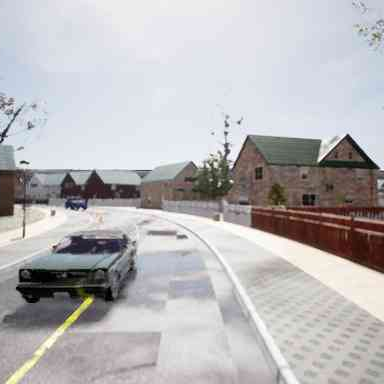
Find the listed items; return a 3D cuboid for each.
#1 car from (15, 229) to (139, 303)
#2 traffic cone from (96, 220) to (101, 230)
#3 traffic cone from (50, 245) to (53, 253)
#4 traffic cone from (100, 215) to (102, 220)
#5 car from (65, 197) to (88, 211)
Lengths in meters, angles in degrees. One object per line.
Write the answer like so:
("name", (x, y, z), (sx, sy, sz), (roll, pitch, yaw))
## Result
("car", (-2.594, 1.711, 8.635), (1.895, 1.301, 4.718), (0, -1, -2))
("traffic cone", (-5.923, 2.211, 20.984), (0.340, 0.580, 0.340), (0, -1, -10))
("traffic cone", (-4.792, 2.098, 11.378), (0.340, 0.580, 0.340), (0, -1, -3))
("traffic cone", (-6.951, 2.265, 25.712), (0.340, 0.580, 0.340), (0, -1, -14))
("car", (-18.368, 1.821, 52.435), (2.150, 2.045, 5.566), (1, -1, -37))
